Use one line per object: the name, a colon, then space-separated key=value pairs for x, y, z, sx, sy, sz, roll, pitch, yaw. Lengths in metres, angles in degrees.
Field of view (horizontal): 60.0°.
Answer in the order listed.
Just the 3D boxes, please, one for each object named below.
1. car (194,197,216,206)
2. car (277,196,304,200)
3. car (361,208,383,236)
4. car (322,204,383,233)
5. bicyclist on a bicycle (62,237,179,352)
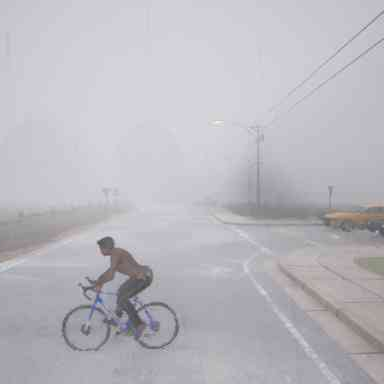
car: x=2.048 y=1.491 z=52.826 sx=1.812 sy=1.442 sz=4.674 roll=0 pitch=0 yaw=34
car: x=17.738 y=1.477 z=59.515 sx=5.008 sy=1.535 sz=1.882 roll=0 pitch=0 yaw=-3
car: x=11.067 y=1.601 z=15.925 sx=4.718 sy=1.301 sz=1.895 roll=0 pitch=0 yaw=-1
car: x=10.196 y=1.478 z=19.341 sx=5.008 sy=1.535 sz=1.882 roll=0 pitch=0 yaw=-2
bicyclist on a bicycle: x=-1.023 y=1.451 z=4.698 sx=1.656 sy=1.620 sz=0.582 roll=-2 pitch=0 yaw=-1
